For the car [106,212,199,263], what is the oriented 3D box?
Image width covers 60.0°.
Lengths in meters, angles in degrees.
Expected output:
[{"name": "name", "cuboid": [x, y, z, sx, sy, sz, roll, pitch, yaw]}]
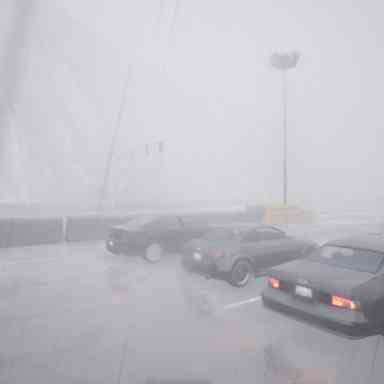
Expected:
[{"name": "car", "cuboid": [-0.547, 1.478, 12.015, 5.008, 1.535, 1.882, 0, 0, -35]}]

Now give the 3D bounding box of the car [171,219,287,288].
[{"name": "car", "cuboid": [1.776, 1.564, 9.371, 4.181, 1.385, 1.994, 0, 0, -35]}]

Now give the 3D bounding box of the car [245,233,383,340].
[{"name": "car", "cuboid": [3.727, 1.547, 6.462, 5.357, 1.411, 2.033, 0, 0, -35]}]
